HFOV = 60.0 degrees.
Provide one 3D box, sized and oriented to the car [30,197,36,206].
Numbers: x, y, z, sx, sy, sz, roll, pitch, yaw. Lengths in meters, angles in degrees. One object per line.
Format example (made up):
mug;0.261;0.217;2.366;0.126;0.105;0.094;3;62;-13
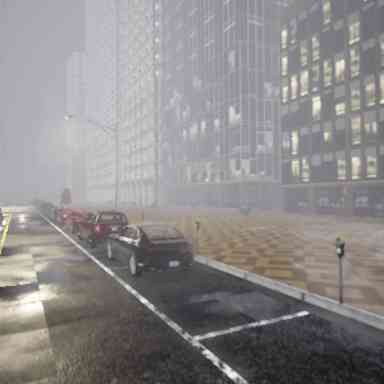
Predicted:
car;-30.456;1.980;65.964;2.192;1.841;5.009;0;-1;-28

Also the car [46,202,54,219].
car;-12.009;1.844;30.671;2.008;1.369;4.403;0;-1;-28

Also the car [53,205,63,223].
car;-9.374;1.823;25.629;1.802;1.307;4.206;0;-1;-28

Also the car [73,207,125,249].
car;-4.103;1.578;15.546;1.967;1.590;4.097;0;-1;-28

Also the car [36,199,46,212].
car;-19.914;2.017;45.795;1.947;1.339;4.313;0;-1;-28

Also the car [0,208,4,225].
car;-16.162;1.634;26.320;2.097;1.767;4.553;0;-1;-28

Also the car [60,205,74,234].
car;-6.738;1.734;20.588;1.887;1.381;4.507;0;-1;-28

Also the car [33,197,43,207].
car;-25.264;2.085;56.029;1.752;1.417;4.829;0;-1;-28

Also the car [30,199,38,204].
car;-40.997;2.466;86.127;1.802;1.307;4.206;0;-1;-28

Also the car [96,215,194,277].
car;-1.468;1.638;10.504;2.008;1.369;4.403;0;-1;-28
